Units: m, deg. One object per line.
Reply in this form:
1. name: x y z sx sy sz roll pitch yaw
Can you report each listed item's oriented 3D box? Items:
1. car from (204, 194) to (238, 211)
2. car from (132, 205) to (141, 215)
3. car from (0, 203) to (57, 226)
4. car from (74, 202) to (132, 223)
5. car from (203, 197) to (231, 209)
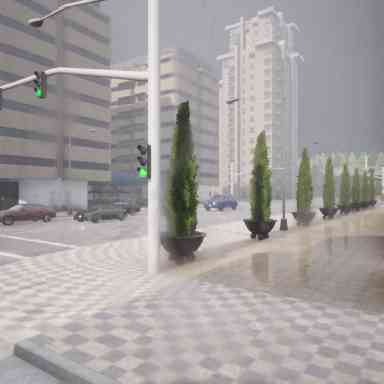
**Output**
1. car: 3.740 1.277 41.800 2.150 2.045 5.566 0 0 35
2. car: -7.226 1.656 32.078 1.895 1.301 4.718 0 0 35
3. car: -12.370 1.581 24.573 1.812 1.442 4.674 0 0 34
4. car: -7.101 1.619 26.090 1.994 1.385 4.181 0 0 35
5. car: 3.649 1.560 47.808 1.837 1.490 4.892 0 0 35
